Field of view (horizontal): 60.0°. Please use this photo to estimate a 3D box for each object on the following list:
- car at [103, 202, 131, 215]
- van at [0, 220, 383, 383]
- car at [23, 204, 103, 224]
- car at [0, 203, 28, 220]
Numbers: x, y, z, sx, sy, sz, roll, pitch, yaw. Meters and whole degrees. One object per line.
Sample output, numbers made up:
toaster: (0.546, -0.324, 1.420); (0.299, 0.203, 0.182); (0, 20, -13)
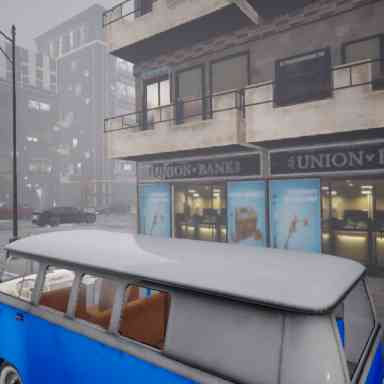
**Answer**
car: (-8.574, 1.799, 36.365); (1.947, 1.339, 4.313); (-2, -1, 36)
van: (-0.399, 1.342, 3.144); (3.998, 1.788, 1.690); (0, -1, 36)
car: (-8.499, 1.584, 22.314); (1.947, 1.339, 4.313); (-2, -1, 36)
car: (-15.251, 1.609, 27.280); (1.967, 1.590, 4.097); (-2, -1, 36)
